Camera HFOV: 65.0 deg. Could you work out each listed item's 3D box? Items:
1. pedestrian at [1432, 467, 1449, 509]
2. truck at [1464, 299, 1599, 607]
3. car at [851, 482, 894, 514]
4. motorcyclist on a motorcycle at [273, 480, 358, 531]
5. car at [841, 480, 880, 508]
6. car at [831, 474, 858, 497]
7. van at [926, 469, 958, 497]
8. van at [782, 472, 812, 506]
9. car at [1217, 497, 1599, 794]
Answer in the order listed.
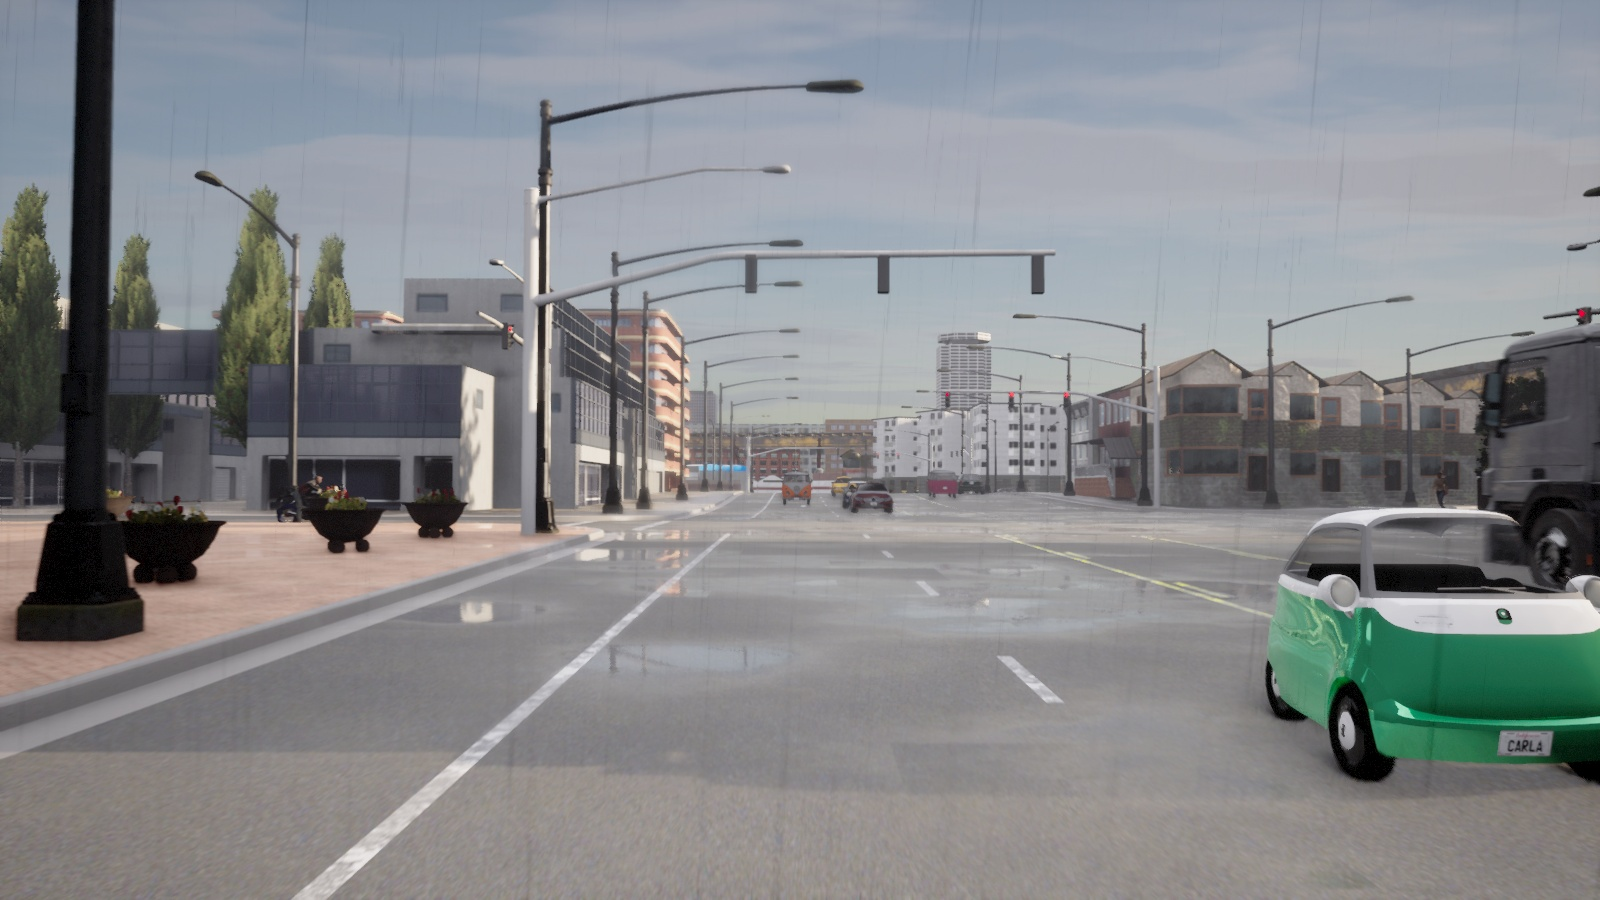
[{"bbox_3d":[27.520,1.619,53.994,0.869,1.805,0.328,1,-2,-42],"label":"pedestrian"},{"bbox_3d":[10.465,0.011,13.042,2.891,3.462,7.936,0,-1,0],"label":"truck"},{"bbox_3d":[3.382,2.221,59.238,1.812,1.442,4.674,0,-2,0],"label":"car"},{"bbox_3d":[-14.537,1.660,37.727,2.191,1.530,0.866,0,-2,0],"label":"motorcyclist on a motorcycle"},{"bbox_3d":[3.334,2.431,69.935,1.970,1.475,3.806,0,-1,0],"label":"car"},{"bbox_3d":[3.287,2.589,92.662,1.801,1.575,5.366,0,0,0],"label":"car"},{"bbox_3d":[10.283,2.367,91.175,1.775,1.987,4.442,0,0,0],"label":"van"},{"bbox_3d":[-0.181,2.326,76.415,1.775,1.987,4.442,0,-1,0],"label":"van"},{"bbox_3d":[3.483,0.976,7.117,1.481,1.376,2.207,0,-1,0],"label":"car"}]
